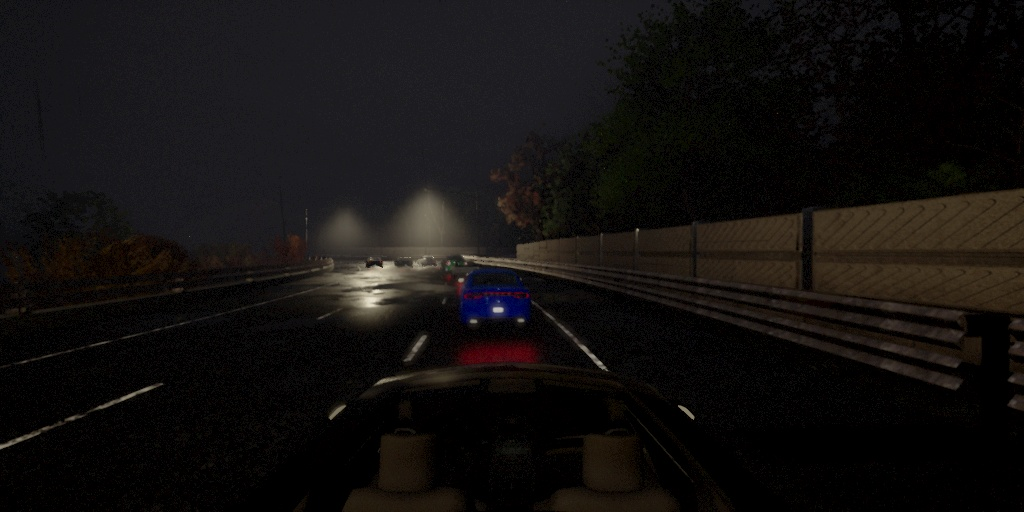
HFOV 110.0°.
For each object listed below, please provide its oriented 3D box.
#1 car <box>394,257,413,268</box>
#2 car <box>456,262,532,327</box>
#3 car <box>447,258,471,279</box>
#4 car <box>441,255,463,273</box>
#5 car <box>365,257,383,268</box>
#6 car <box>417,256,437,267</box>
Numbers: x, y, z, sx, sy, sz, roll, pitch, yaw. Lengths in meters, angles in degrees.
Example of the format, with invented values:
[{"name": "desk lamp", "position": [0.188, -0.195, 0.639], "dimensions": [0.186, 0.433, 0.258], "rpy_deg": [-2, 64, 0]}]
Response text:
[{"name": "car", "position": [-14.182, 0.829, 46.652], "dimensions": [1.895, 1.301, 4.718], "rpy_deg": [0, 1, -25]}, {"name": "car", "position": [-0.632, 1.118, 11.120], "dimensions": [1.882, 1.535, 5.008], "rpy_deg": [0, 1, -7]}, {"name": "car", "position": [-3.738, 1.046, 27.913], "dimensions": [1.895, 1.301, 4.718], "rpy_deg": [0, 1, -14]}, {"name": "car", "position": [-5.666, 0.713, 35.008], "dimensions": [2.097, 1.767, 4.553], "rpy_deg": [0, 1, -17]}, {"name": "car", "position": [-17.857, 0.835, 46.223], "dimensions": [1.895, 1.301, 4.718], "rpy_deg": [0, 1, -26]}, {"name": "car", "position": [-11.901, 0.715, 49.915], "dimensions": [1.812, 1.442, 4.674], "rpy_deg": [0, 1, -26]}]
